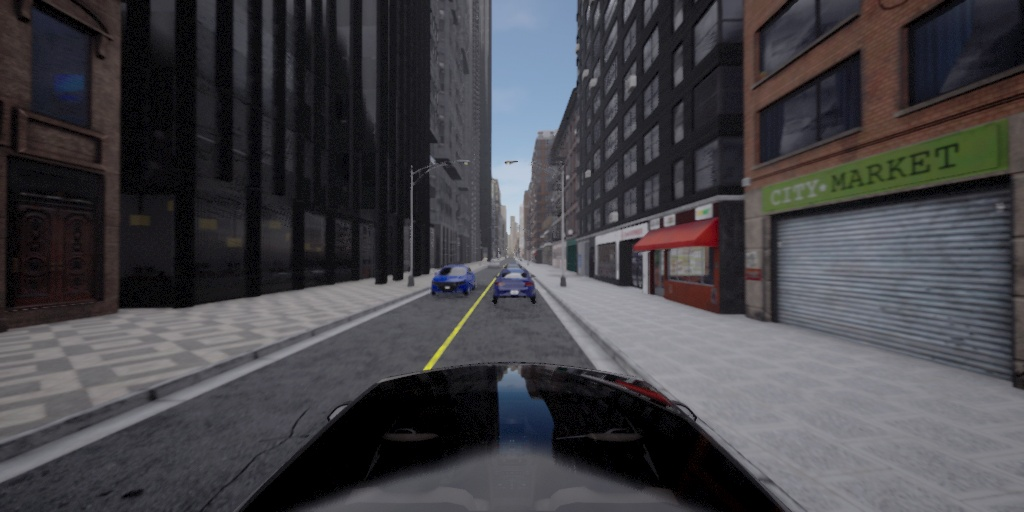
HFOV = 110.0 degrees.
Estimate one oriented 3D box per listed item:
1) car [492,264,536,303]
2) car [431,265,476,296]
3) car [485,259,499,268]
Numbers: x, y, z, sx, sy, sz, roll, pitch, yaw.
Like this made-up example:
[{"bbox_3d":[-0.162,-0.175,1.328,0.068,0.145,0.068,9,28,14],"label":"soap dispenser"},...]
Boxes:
[{"bbox_3d":[0.102,1.287,16.677,1.812,1.442,4.674,0,0,0],"label":"car"},{"bbox_3d":[-3.096,1.242,19.673,1.882,1.535,5.008,0,0,0],"label":"car"},{"bbox_3d":[-3.037,1.406,60.140,1.895,1.301,4.718,0,0,1],"label":"car"}]
